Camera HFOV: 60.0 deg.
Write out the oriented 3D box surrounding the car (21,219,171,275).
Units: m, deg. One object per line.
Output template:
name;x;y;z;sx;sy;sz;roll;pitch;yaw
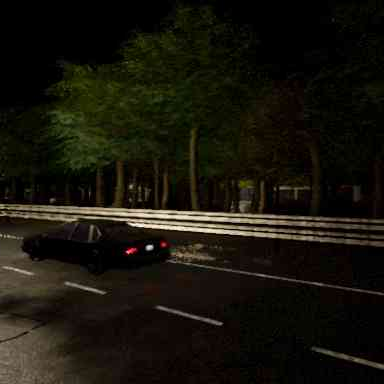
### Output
car;-3.190;1.558;10.447;5.357;1.411;2.033;0;0;36
